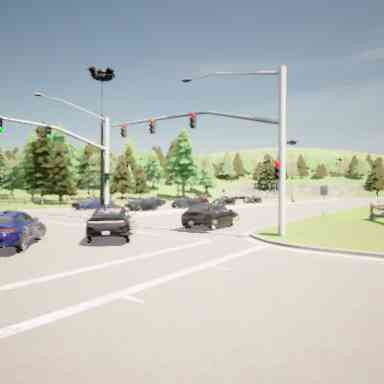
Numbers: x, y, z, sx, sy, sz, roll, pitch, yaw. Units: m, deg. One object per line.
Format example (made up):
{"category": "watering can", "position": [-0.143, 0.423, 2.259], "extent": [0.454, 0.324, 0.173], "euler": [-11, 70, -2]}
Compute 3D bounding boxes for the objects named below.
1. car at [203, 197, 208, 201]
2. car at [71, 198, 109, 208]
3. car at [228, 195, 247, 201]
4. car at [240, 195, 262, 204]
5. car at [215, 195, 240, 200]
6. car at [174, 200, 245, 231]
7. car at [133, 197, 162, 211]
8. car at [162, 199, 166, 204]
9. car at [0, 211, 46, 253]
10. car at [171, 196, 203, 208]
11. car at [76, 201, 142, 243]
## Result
{"category": "car", "position": [1.118, 1.393, 58.388], "extent": [1.994, 1.385, 4.181], "euler": [0, 0, 36]}
{"category": "car", "position": [-11.798, 1.384, 39.983], "extent": [2.033, 1.411, 5.357], "euler": [0, 0, 35]}
{"category": "car", "position": [9.687, 1.207, 70.437], "extent": [1.895, 1.301, 4.718], "euler": [0, 0, 36]}
{"category": "car", "position": [10.959, 1.354, 60.217], "extent": [2.128, 1.511, 4.902], "euler": [0, 0, 36]}
{"category": "car", "position": [5.076, 1.356, 51.906], "extent": [2.128, 1.511, 4.902], "euler": [0, 0, 35]}
{"category": "car", "position": [1.210, 1.450, 20.310], "extent": [1.837, 1.490, 4.892], "euler": [-3, -2, 32]}
{"category": "car", "position": [-5.669, 1.434, 36.532], "extent": [1.994, 1.385, 4.181], "euler": [0, 0, 35]}
{"category": "car", "position": [-6.049, 1.381, 48.215], "extent": [2.033, 1.411, 5.357], "euler": [0, 0, 35]}
{"category": "car", "position": [-7.229, 1.460, 13.148], "extent": [1.812, 1.442, 4.674], "euler": [-1, 0, -12]}
{"category": "car", "position": [-0.885, 1.431, 43.404], "extent": [1.994, 1.385, 4.181], "euler": [0, 0, 34]}
{"category": "car", "position": [-3.709, 1.430, 15.823], "extent": [2.128, 1.511, 4.902], "euler": [0, 0, -6]}
